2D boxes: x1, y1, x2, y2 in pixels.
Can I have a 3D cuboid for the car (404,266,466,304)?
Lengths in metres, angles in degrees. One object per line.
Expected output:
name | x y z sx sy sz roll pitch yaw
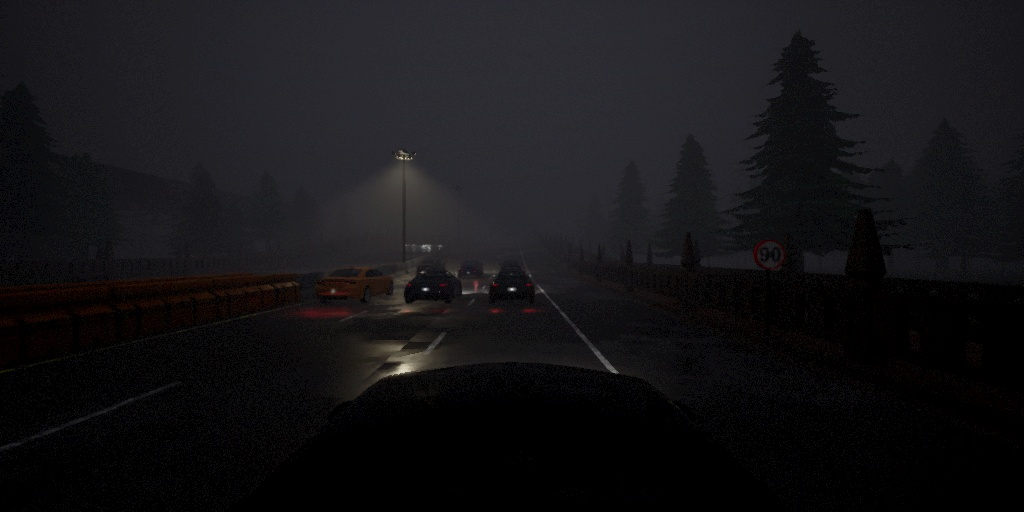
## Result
car | -3.500 1.319 16.505 1.994 1.385 4.181 0 0 0

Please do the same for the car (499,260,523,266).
car | -0.076 1.061 31.542 1.837 1.490 4.892 0 2 0

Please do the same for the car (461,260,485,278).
car | -3.576 1.078 31.522 1.812 1.442 4.674 0 2 0

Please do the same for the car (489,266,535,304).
car | 0.000 1.320 16.506 1.994 1.385 4.181 0 0 0

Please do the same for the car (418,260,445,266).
car | -7.076 1.060 31.503 1.837 1.490 4.892 0 2 0

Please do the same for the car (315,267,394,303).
car | -7.000 1.232 16.503 1.882 1.535 5.008 0 0 0
